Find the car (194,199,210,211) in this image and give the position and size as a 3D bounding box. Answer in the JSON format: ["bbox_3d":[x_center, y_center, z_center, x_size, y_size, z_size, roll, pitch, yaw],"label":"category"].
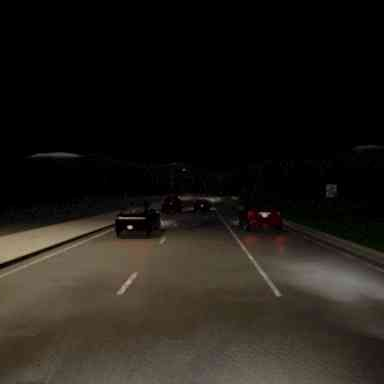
[{"bbox_3d":[1.237,1.563,40.594,1.994,1.385,4.181,0,0,2],"label":"car"}]

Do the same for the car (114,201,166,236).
[{"bbox_3d":[-2.910,1.482,18.425,2.128,1.511,4.902,0,0,2],"label":"car"}]

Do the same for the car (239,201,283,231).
[{"bbox_3d":[4.165,1.360,20.850,2.097,1.767,4.553,0,0,2],"label":"car"}]

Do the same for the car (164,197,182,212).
[{"bbox_3d":[-2.282,1.341,39.220,2.097,1.767,4.553,0,0,2],"label":"car"}]
